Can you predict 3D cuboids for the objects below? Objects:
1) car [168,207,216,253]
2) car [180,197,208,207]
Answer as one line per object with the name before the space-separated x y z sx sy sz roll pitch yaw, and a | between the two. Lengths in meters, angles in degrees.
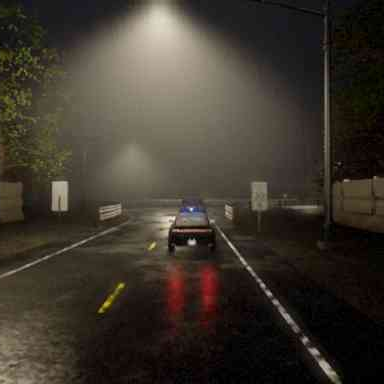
car | 0.008 1.626 14.304 2.128 1.511 4.902 0 0 0
car | 0.167 1.486 28.890 2.150 2.045 5.566 0 0 5
